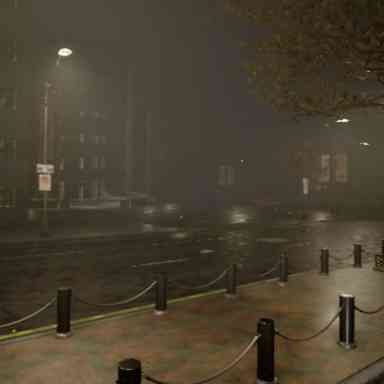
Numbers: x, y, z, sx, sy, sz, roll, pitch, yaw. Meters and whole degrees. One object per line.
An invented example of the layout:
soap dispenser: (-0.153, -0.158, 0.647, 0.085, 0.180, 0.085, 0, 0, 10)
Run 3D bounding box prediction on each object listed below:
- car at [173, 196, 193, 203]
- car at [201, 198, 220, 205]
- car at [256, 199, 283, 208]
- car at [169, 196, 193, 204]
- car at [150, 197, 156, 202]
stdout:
car: (-2.221, 1.820, 81.630, 4.553, 1.767, 2.097, 0, 0, 26)
car: (3.793, 1.993, 68.494, 1.994, 1.385, 4.181, 1, -1, -42)
car: (13.109, 1.919, 56.053, 1.882, 1.535, 5.008, 1, -1, -35)
car: (-3.042, 1.963, 78.117, 4.902, 1.511, 2.128, 0, 0, 30)
car: (-11.616, 1.873, 85.339, 4.674, 1.442, 1.812, 0, 0, 12)
